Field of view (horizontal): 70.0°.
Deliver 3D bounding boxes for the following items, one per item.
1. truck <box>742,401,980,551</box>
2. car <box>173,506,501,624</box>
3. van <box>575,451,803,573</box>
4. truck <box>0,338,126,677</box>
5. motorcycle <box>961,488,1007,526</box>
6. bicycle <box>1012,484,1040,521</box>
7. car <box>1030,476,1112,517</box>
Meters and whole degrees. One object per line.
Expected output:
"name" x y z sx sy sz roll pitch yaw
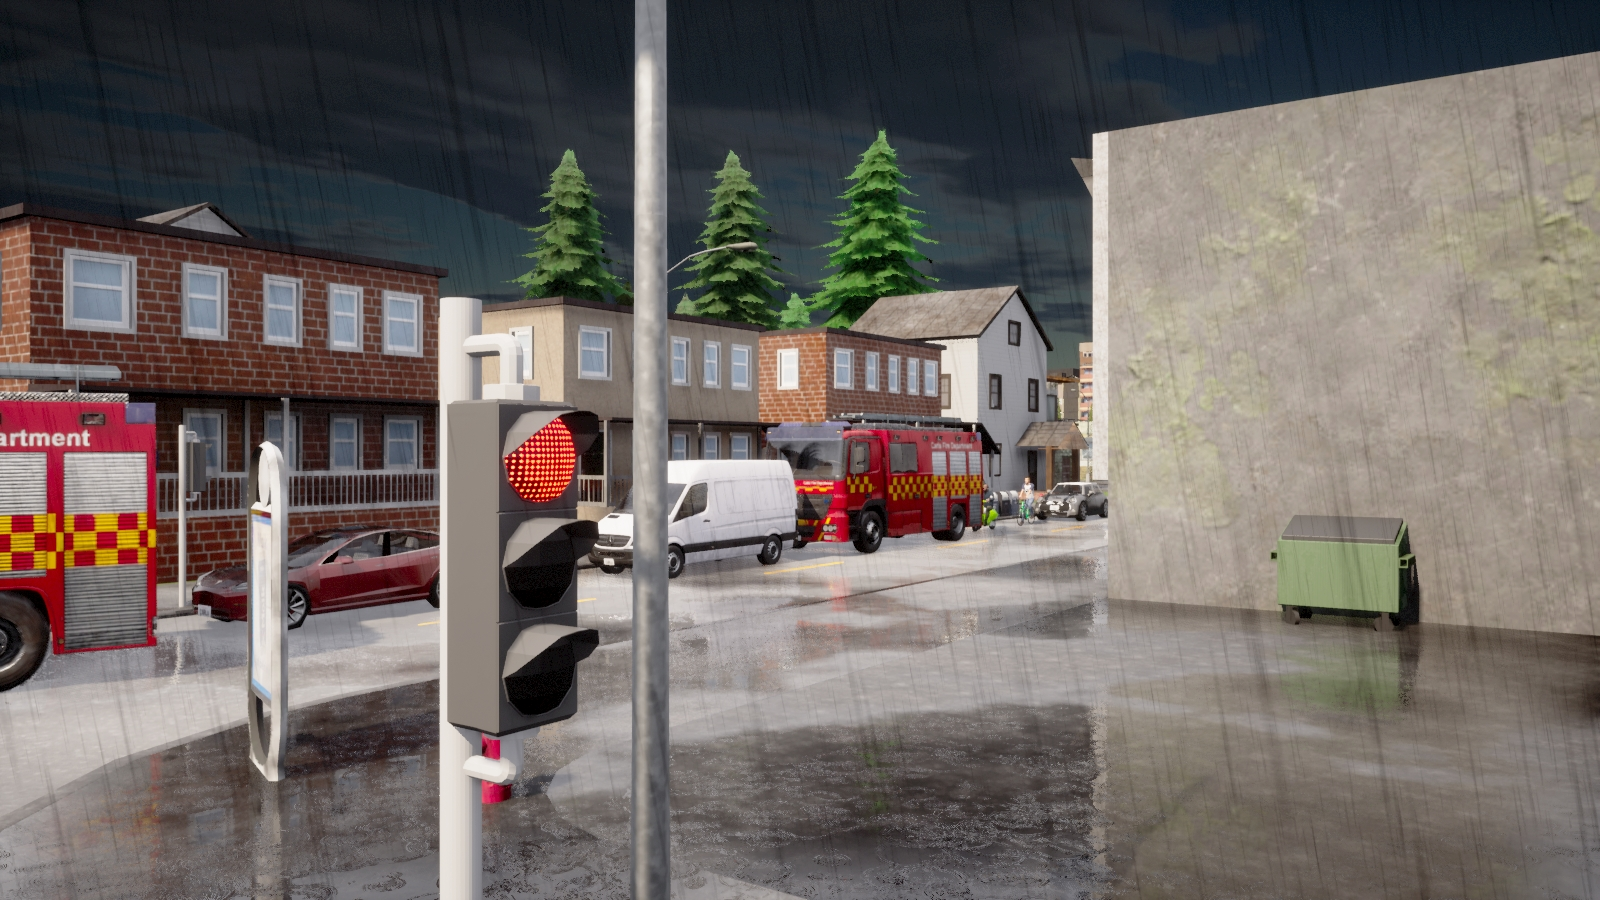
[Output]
"truck" 2.054 0.663 33.403 2.891 3.827 8.468 0 0 35
"car" -7.706 1.835 19.492 2.163 1.488 4.792 0 0 35
"van" -2.442 1.307 26.996 1.988 2.561 5.915 0 0 35
"truck" -12.360 0.662 12.498 8.468 3.827 2.891 0 0 -33
"motorcycle" 6.398 1.954 39.613 0.856 1.236 1.805 0 0 35
"bicycle" 8.406 1.928 42.476 0.373 1.296 1.643 0 0 35
"car" 11.003 1.837 46.179 1.970 1.475 3.806 0 0 35
